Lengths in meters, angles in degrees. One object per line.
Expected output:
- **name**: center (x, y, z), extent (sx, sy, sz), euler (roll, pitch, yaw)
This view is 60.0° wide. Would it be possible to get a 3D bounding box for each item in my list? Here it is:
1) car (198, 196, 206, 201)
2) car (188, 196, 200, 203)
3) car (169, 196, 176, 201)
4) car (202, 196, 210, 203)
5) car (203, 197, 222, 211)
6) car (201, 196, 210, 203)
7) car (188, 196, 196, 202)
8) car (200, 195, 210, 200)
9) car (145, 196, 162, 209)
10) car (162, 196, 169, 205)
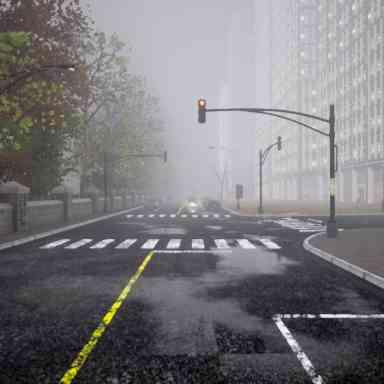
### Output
- **car**: center (2.734, 1.705, 92.219), extent (2.008, 1.369, 4.403), euler (0, 0, 0)
- **car**: center (0.078, 1.614, 71.050), extent (2.128, 1.511, 4.902), euler (0, 0, 0)
- **car**: center (-5.649, 1.685, 86.591), extent (1.887, 1.381, 4.507), euler (0, 0, 0)
- **car**: center (3.185, 1.642, 76.840), extent (1.812, 1.442, 4.674), euler (0, 0, 0)
- **car**: center (2.710, 1.615, 41.528), extent (1.947, 1.339, 4.313), euler (0, 0, 0)
- **car**: center (2.713, 1.624, 47.161), extent (1.947, 1.339, 4.313), euler (0, 0, 0)
- **car**: center (0.037, 1.625, 80.068), extent (1.837, 1.490, 4.892), euler (0, 0, 0)
- **car**: center (2.716, 1.633, 52.794), extent (1.947, 1.339, 4.313), euler (0, 0, 0)
- **car**: center (-5.667, 1.640, 47.165), extent (1.802, 1.307, 4.206), euler (0, 0, 0)
- **car**: center (-5.661, 1.518, 58.430), extent (1.967, 1.590, 4.097), euler (0, 0, 0)
